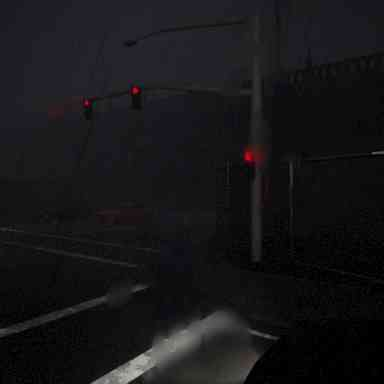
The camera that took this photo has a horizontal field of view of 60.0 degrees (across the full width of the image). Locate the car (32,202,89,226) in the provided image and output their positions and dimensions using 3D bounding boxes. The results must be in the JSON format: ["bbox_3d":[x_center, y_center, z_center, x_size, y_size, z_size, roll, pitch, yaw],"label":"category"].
[{"bbox_3d":[-8.966,1.532,24.050,1.882,1.535,5.008,0,0,35],"label":"car"}]

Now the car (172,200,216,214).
[{"bbox_3d":[0.062,1.602,36.734,2.033,1.411,5.357,0,0,36],"label":"car"}]

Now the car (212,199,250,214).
[{"bbox_3d":[4.397,1.547,36.786,2.128,1.511,4.902,0,0,36],"label":"car"}]

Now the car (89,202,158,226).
[{"bbox_3d":[-4.619,1.532,24.120,1.882,1.535,5.008,0,0,35],"label":"car"}]

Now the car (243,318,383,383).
[{"bbox_3d":[2.940,1.547,1.869,5.357,1.411,2.033,0,0,36],"label":"car"}]
